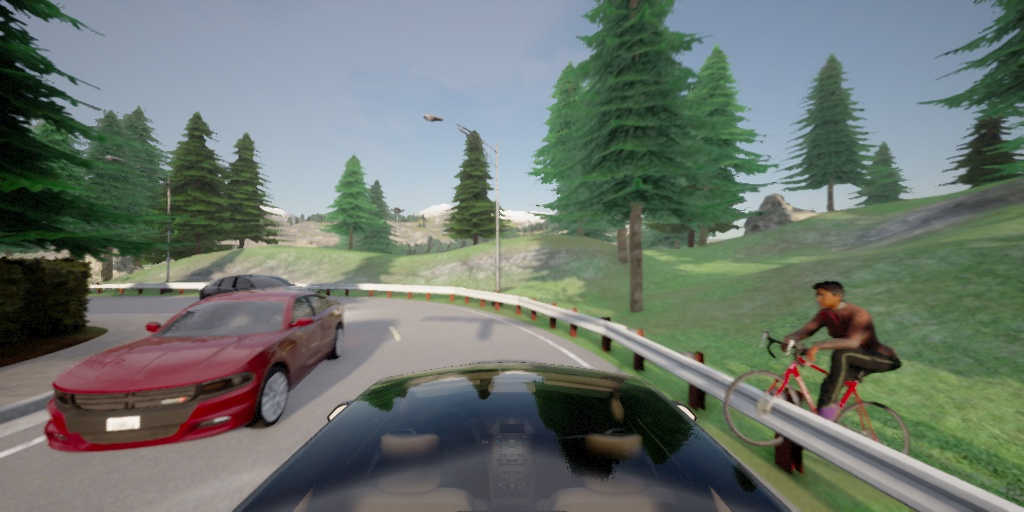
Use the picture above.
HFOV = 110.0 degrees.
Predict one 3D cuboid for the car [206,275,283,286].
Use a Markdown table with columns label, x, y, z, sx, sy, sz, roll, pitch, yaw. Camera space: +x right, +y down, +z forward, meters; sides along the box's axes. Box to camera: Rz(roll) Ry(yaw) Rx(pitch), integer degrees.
| label | x | y | z | sx | sy | sz | roll | pitch | yaw |
| --- | --- | --- | --- | --- | --- | --- | --- | --- | --- |
| car | -10.066 | 1.490 | 14.220 | 4.892 | 1.490 | 1.837 | -1 | -1 | 19 |

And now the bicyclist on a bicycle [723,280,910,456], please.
| label | x | y | z | sx | sy | sz | roll | pitch | yaw |
| --- | --- | --- | --- | --- | --- | --- | --- | --- | --- |
| bicyclist on a bicycle | 2.831 | 1.054 | 3.219 | 1.656 | 1.620 | 0.582 | 16 | -2 | 3 |

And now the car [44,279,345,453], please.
| label | x | y | z | sx | sy | sz | roll | pitch | yaw |
| --- | --- | --- | --- | --- | --- | --- | --- | --- | --- |
| car | -4.113 | 1.304 | 5.733 | 1.882 | 1.535 | 5.008 | 0 | -1 | -13 |
